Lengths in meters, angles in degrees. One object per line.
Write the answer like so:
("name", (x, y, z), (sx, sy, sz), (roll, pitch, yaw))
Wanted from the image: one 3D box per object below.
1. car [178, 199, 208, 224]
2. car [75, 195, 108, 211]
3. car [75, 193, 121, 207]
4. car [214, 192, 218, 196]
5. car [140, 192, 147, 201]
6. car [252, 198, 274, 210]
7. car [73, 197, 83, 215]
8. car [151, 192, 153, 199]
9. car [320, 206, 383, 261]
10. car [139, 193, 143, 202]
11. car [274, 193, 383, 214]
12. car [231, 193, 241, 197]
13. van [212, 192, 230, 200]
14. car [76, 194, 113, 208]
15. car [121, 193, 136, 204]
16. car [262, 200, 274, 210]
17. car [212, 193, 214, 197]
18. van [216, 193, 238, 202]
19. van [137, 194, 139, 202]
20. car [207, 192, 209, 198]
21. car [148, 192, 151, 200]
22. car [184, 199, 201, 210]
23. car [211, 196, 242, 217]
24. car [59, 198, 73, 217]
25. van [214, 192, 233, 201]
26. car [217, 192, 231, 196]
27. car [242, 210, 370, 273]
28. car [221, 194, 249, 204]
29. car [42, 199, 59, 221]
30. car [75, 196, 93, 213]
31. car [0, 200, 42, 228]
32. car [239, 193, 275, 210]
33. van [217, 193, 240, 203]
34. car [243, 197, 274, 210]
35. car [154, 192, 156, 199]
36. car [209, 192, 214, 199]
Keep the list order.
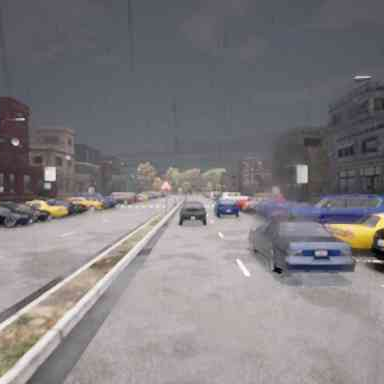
("car", (0.068, 1.445, 23.921), (1.837, 1.490, 4.892), (0, 0, 0))
("car", (-12.670, 1.392, 37.897), (5.008, 1.535, 2.097), (0, 0, 0))
("car", (-12.642, 1.132, 43.456), (5.566, 2.045, 2.435), (0, 0, 0))
("car", (7.560, 1.118, 64.485), (5.566, 2.045, 2.435), (0, 0, 0))
("car", (-12.512, 1.323, 68.473), (5.366, 1.575, 1.946), (0, 0, 0))
("car", (7.598, 1.419, 25.876), (5.008, 1.535, 2.097), (0, 0, 0))
("car", (-12.699, 1.434, 29.566), (4.792, 1.488, 2.163), (0, 0, 0))
("car", (-12.681, 1.165, 82.366), (4.553, 1.767, 2.185), (0, 0, 0))
("car", (7.815, 1.434, 12.092), (5.366, 1.575, 1.946), (0, 0, 0))
("car", (-12.696, 1.374, 65.693), (4.674, 1.452, 2.002), (0, 0, 0))
("car", (7.591, 1.175, 17.603), (5.566, 2.045, 2.435), (0, 0, 0))
("car", (7.555, 1.167, 36.906), (5.566, 2.045, 2.435), (0, 0, 0))
("van", (7.607, 1.083, 86.544), (4.442, 1.987, 1.878), (0, 0, 0))
("car", (-12.661, 1.389, 40.677), (4.892, 1.521, 2.231), (0, 0, 0))
("car", (-12.679, 1.356, 57.354), (4.892, 1.521, 2.231), (0, 0, 0))
("car", (7.612, 1.460, 23.118), (4.674, 1.452, 2.002), (0, 0, 0))
("car", (7.509, 1.374, 75.516), (4.674, 1.452, 2.002), (0, 0, 0))
("van", (7.633, 1.116, 72.758), (4.442, 1.987, 1.878), (0, 0, 0))
("van", (-12.808, 1.115, 62.912), (4.442, 1.987, 1.878), (0, 0, 0))
("car", (7.514, 1.053, 89.302), (5.566, 2.045, 2.435), (0, 0, 0))
("car", (-12.702, 1.304, 76.812), (5.008, 1.535, 2.097), (0, 0, 0))
("car", (0.023, 1.498, 41.302), (1.895, 1.301, 4.718), (0, -1, -1))
("car", (3.056, 1.417, 30.289), (1.882, 1.535, 5.008), (0, 0, 0))
("car", (-12.862, 1.405, 26.789), (5.366, 1.575, 1.946), (0, 0, 0))
("van", (7.618, 1.093, 81.031), (4.442, 1.987, 1.878), (0, 0, 0))
("car", (7.576, 1.142, 56.210), (5.566, 2.045, 2.435), (0, 0, 0))
("car", (3.091, 1.509, 10.489), (2.033, 1.411, 5.357), (0, 0, 0))
("car", (7.573, 1.260, 58.845), (4.553, 1.767, 2.185), (0, 0, 0))
("car", (-12.652, 1.442, 24.009), (4.792, 1.488, 2.163), (0, 0, 0))
("car", (-12.671, 1.401, 32.222), (5.008, 1.535, 2.097), (0, 0, 0))
("car", (-12.658, 1.447, 21.231), (4.792, 1.488, 2.163), (0, 0, 0))
("car", (7.557, 1.294, 34.148), (4.553, 1.767, 2.185), (0, 0, 0))
("van", (7.410, 1.135, 67.242), (4.442, 1.987, 1.878), (0, 0, 0))
("car", (7.591, 1.459, 31.521), (4.674, 1.452, 2.002), (0, 0, 0))
("car", (-12.715, 1.324, 87.926), (4.674, 1.452, 2.002), (0, 0, 0))
("car", (7.321, 1.323, 78.273), (5.366, 1.575, 1.946), (0, 0, 0))
